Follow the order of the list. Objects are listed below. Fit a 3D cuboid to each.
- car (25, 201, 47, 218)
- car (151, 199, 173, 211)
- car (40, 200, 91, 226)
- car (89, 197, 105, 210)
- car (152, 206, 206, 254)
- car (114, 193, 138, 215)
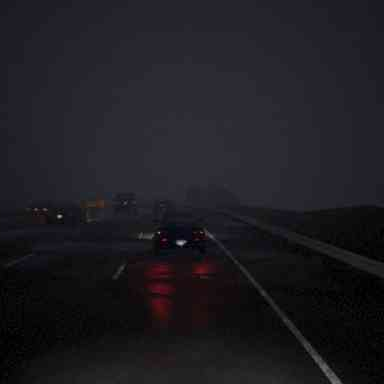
[{"bbox_3d":[-13.003,1.469,29.320,2.033,1.411,5.357,0,0,-10],"label":"car"},{"bbox_3d":[-2.869,1.392,32.037,2.128,1.511,4.902,0,0,-10],"label":"car"},{"bbox_3d":[-8.547,1.501,22.849,1.994,1.385,4.181,0,0,-7],"label":"car"},{"bbox_3d":[-11.658,1.362,40.347,1.882,1.535,5.008,0,0,-13],"label":"car"},{"bbox_3d":[-0.531,1.483,13.264,1.812,1.442,4.674,0,0,-4],"label":"car"},{"bbox_3d":[-6.597,1.123,33.181,2.150,2.045,5.566,0,0,-10],"label":"car"}]
